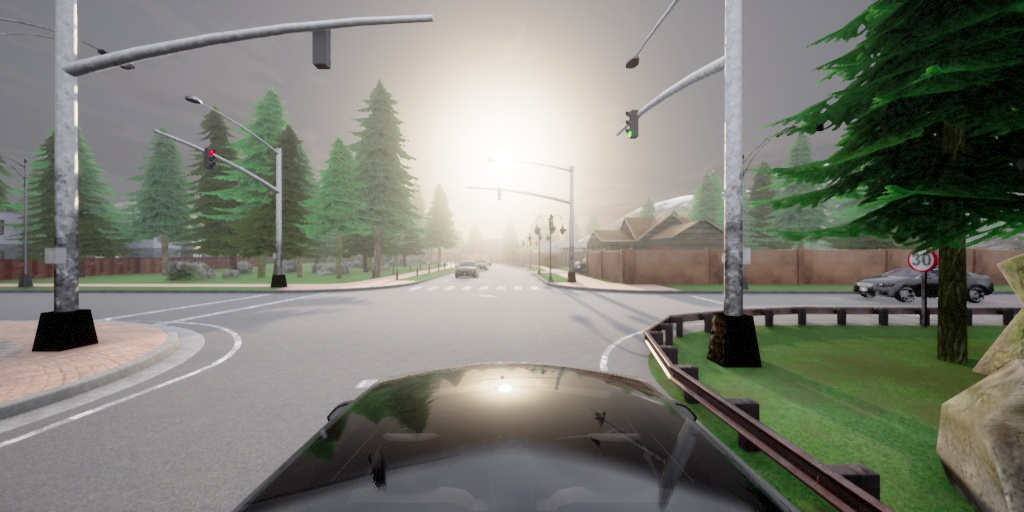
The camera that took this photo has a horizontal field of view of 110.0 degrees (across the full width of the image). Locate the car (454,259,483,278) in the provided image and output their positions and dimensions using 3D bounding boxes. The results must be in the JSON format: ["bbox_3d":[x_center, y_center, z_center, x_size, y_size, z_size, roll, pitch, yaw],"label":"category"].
[{"bbox_3d":[-4.043,1.211,32.802,1.837,1.490,4.892,0,1,0],"label":"car"}]

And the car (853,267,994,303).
[{"bbox_3d":[18.130,1.222,15.959,4.902,1.511,2.128,0,0,1],"label":"car"}]

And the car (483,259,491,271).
[{"bbox_3d":[-4.173,1.207,47.842,1.837,1.490,4.892,0,1,-1],"label":"car"}]
